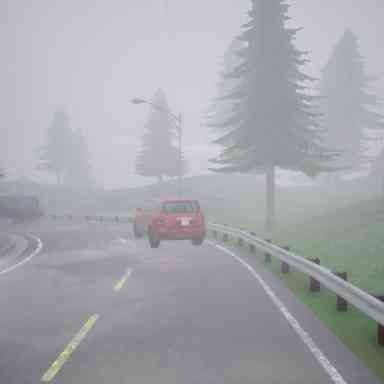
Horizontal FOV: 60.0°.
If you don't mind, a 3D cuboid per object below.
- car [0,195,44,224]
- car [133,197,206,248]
[{"bbox_3d":[-13.972,1.270,24.720,5.566,2.045,2.150,0,0,0],"label":"car"},{"bbox_3d":[-1.190,1.258,15.158,2.150,2.045,5.566,0,0,-20],"label":"car"}]
